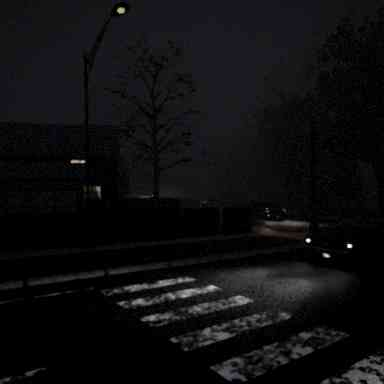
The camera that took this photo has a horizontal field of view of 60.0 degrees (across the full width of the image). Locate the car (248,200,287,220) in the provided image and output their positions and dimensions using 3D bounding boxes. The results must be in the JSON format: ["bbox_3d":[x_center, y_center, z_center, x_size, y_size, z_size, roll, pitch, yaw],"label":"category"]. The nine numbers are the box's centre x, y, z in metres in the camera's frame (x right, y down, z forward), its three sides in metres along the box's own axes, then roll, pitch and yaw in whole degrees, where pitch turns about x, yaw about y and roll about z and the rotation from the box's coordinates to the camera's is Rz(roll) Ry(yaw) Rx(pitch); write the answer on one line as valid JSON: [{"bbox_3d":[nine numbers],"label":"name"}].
[{"bbox_3d":[6.632,1.519,30.020,2.097,1.767,4.553,-1,0,-15],"label":"car"}]

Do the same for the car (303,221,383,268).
[{"bbox_3d":[6.095,1.752,11.906,4.718,1.301,1.895,1,-1,-36],"label":"car"}]

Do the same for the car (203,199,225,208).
[{"bbox_3d":[2.892,1.662,44.191,2.033,1.411,5.357,-1,0,-15],"label":"car"}]

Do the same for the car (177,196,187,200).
[{"bbox_3d":[-2.033,1.572,63.140,1.812,1.442,4.674,-1,0,-14],"label":"car"}]
